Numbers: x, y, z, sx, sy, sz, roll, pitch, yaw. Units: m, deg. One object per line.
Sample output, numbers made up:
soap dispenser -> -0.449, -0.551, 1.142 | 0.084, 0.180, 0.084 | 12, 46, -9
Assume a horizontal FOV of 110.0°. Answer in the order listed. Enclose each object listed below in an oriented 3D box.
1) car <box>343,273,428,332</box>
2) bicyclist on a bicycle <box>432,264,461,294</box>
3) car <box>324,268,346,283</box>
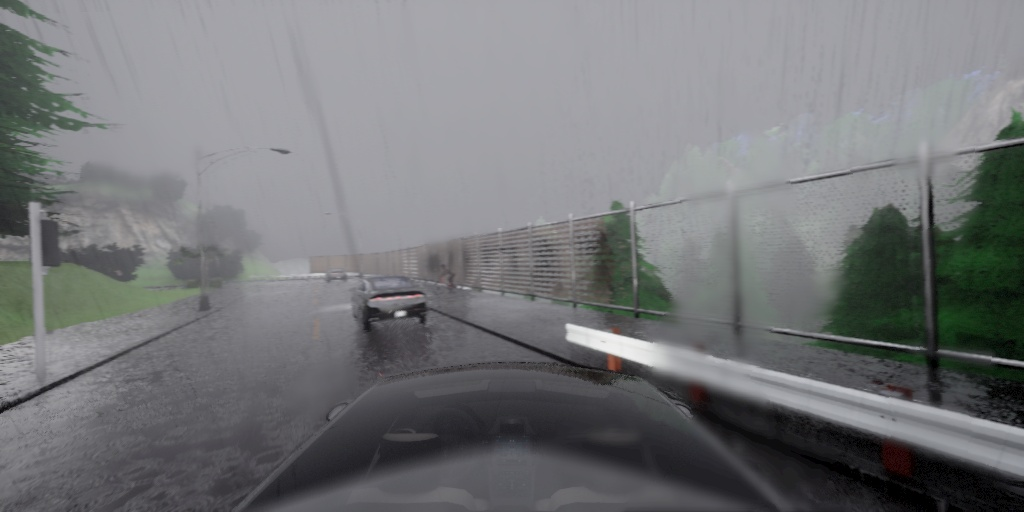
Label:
car -> -4.221, 1.425, 11.991 | 2.128, 1.511, 4.902 | -2, 0, -28
bicyclist on a bicycle -> -3.569, 1.258, 19.591 | 1.656, 1.620, 0.582 | -3, 0, -29
car -> -19.416, 2.083, 39.543 | 2.128, 1.511, 4.902 | -2, 0, -32
